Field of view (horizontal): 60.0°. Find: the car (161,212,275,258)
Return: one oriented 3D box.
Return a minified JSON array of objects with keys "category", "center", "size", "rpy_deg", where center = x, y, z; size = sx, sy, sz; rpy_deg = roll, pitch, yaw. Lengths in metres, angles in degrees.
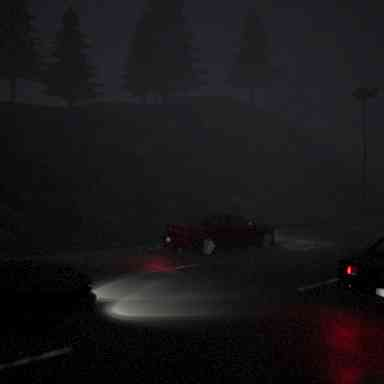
[{"category":"car","center":[1.170,1.536,13.188],"size":[5.008,1.535,1.882],"rpy_deg":[0,0,-36]}]

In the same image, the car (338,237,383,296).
[{"category":"car","center":[5.491,1.662,7.673],"size":[4.718,1.301,1.895],"rpy_deg":[0,0,-36]}]

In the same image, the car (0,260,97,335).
[{"category":"car","center":[-4.287,1.542,4.988],"size":[5.357,1.411,2.033],"rpy_deg":[0,0,-36]}]
